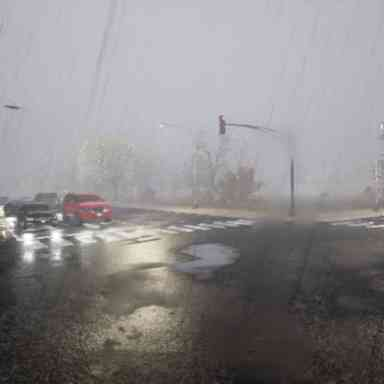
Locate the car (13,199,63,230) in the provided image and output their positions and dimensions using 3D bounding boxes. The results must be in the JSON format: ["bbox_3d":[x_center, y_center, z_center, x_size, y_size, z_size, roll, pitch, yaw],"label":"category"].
[{"bbox_3d":[-9.901,1.454,21.119,1.837,1.490,4.892,-2,1,-34],"label":"car"}]

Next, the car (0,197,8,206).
[{"bbox_3d":[-27.202,1.463,47.926,1.812,1.442,4.674,-2,1,-33],"label":"car"}]

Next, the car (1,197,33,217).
[{"bbox_3d":[-16.232,1.510,30.888,1.994,1.385,4.181,-2,1,-33],"label":"car"}]

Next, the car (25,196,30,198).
[{"bbox_3d":[-25.355,1.386,51.074,2.033,1.411,5.357,-2,1,-33],"label":"car"}]

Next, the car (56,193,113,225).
[{"bbox_3d":[-7.439,1.074,23.231,2.150,2.045,5.566,-2,1,-35],"label":"car"}]

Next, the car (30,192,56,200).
[{"bbox_3d":[-15.501,1.071,35.711,2.150,2.045,5.566,-2,1,-33],"label":"car"}]
